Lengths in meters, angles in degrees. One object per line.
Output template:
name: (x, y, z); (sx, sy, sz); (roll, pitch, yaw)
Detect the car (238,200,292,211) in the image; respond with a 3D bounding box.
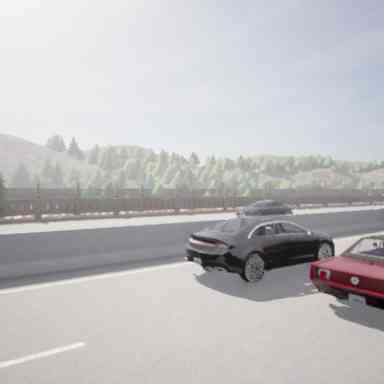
car: (5.447, 1.388, 24.898); (4.892, 1.490, 1.837); (0, 0, -35)

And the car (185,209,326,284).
car: (2.115, 1.444, 9.475); (4.902, 1.511, 2.128); (0, 0, -35)

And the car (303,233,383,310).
car: (4.671, 1.559, 7.011); (4.718, 1.301, 1.895); (0, 0, -35)
